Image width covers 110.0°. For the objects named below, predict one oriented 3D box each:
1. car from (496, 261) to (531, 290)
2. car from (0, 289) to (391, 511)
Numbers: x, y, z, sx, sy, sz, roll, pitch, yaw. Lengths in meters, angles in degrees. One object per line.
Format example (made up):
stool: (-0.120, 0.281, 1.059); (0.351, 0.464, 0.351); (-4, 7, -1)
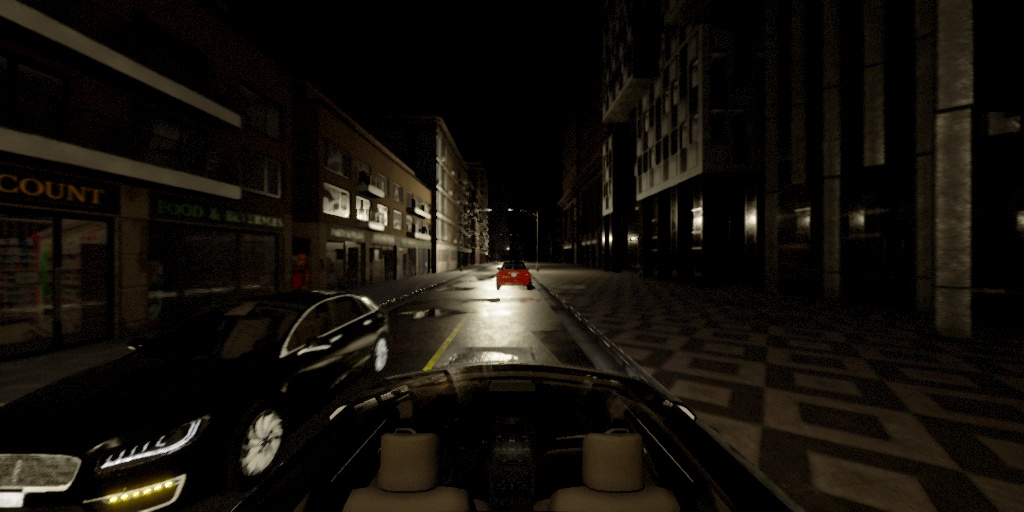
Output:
car: (0.105, 1.132, 23.197); (2.097, 1.767, 4.553); (0, 0, 0)
car: (-3.098, 1.256, 4.637); (1.837, 1.490, 4.892); (0, 0, 0)
